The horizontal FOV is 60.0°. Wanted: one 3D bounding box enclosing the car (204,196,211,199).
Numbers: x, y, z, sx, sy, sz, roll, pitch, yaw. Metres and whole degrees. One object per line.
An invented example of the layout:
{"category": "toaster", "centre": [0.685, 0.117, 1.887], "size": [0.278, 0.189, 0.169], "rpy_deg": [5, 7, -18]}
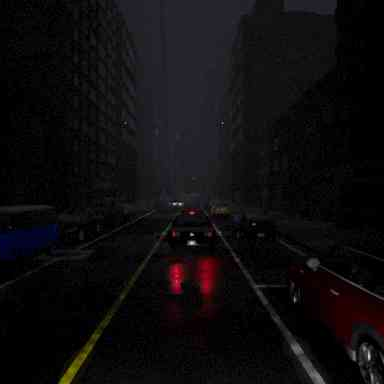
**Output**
{"category": "car", "centre": [2.855, 1.546, 43.400], "size": [1.752, 1.417, 4.829], "rpy_deg": [0, 0, 0]}

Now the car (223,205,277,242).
{"category": "car", "centre": [2.856, 1.552, 15.987], "size": [2.008, 1.369, 4.403], "rpy_deg": [0, 0, 0]}

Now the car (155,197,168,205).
{"category": "car", "centre": [-5.670, 1.618, 59.563], "size": [1.802, 1.307, 4.206], "rpy_deg": [0, 0, 0]}

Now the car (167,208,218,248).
{"category": "car", "centre": [0.000, 1.618, 14.680], "size": [1.895, 1.301, 4.718], "rpy_deg": [0, 0, 0]}

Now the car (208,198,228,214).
{"category": "car", "centre": [2.855, 1.537, 32.502], "size": [1.752, 1.417, 4.829], "rpy_deg": [0, 0, 0]}

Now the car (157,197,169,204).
{"category": "car", "centre": [-5.670, 1.607, 65.014], "size": [1.947, 1.339, 4.313], "rpy_deg": [0, 0, 0]}

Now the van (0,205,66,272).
{"category": "van", "centre": [-5.670, 1.340, 10.505], "size": [1.690, 1.788, 3.998], "rpy_deg": [0, 0, 0]}

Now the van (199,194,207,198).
{"category": "van", "centre": [2.855, 1.382, 65.024], "size": [1.690, 1.788, 3.998], "rpy_deg": [0, 0, 0]}

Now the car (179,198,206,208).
{"category": "car", "centre": [0.000, 1.544, 29.650], "size": [1.812, 1.442, 4.674], "rpy_deg": [0, 0, 0]}

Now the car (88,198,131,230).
{"category": "car", "centre": [-5.670, 1.319, 21.406], "size": [2.192, 1.841, 5.009], "rpy_deg": [0, 0, 0]}

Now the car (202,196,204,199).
{"category": "car", "centre": [2.855, 1.591, 48.678], "size": [1.947, 1.339, 4.313], "rpy_deg": [0, 0, 0]}

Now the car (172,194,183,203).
{"category": "car", "centre": [-3.000, 1.580, 69.596], "size": [1.994, 1.385, 4.181], "rpy_deg": [0, 0, 0]}

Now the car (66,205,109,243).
{"category": "car", "centre": [-5.669, 1.552, 15.956], "size": [2.008, 1.369, 4.403], "rpy_deg": [0, 0, 0]}

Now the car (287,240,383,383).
{"category": "car", "centre": [2.855, 1.438, 5.090], "size": [1.967, 1.590, 4.097], "rpy_deg": [0, 0, 0]}

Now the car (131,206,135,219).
{"category": "car", "centre": [-5.669, 1.533, 26.687], "size": [1.752, 1.417, 4.829], "rpy_deg": [0, 0, 0]}

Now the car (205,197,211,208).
{"category": "car", "centre": [2.855, 1.567, 37.781], "size": [2.008, 1.369, 4.403], "rpy_deg": [0, 0, 0]}

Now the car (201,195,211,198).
{"category": "car", "centre": [2.855, 1.597, 54.126], "size": [1.947, 1.339, 4.313], "rpy_deg": [0, 0, 0]}
